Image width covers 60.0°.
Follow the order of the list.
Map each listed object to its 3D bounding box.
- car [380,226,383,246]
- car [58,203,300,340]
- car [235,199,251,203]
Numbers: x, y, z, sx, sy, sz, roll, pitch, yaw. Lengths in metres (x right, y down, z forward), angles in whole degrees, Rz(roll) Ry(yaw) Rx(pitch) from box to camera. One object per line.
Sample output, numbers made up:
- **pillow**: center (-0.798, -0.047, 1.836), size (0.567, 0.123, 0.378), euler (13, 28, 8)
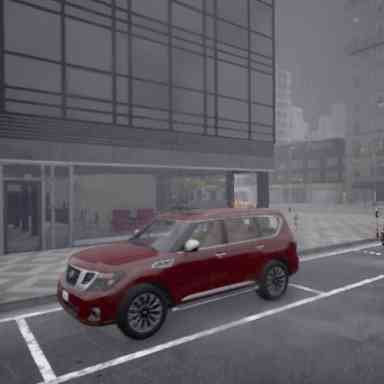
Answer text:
- **car**: center (9.244, 1.449, 13.258), size (4.507, 1.381, 1.887), euler (0, 0, -36)
- **car**: center (0.057, 1.292, 6.698), size (5.009, 1.841, 2.192), euler (0, 0, -36)
- **car**: center (6.773, 1.733, 48.341), size (1.882, 1.535, 5.008), euler (-1, 0, -35)
